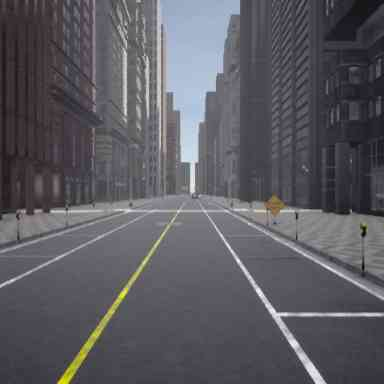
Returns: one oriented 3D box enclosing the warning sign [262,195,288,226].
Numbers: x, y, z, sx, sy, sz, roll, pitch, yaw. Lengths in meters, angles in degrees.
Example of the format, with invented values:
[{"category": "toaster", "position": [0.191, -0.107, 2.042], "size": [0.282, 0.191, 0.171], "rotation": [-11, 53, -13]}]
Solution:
[{"category": "warning sign", "position": [5.069, 1.102, 20.361], "size": [1.300, 1.860, 1.060], "rotation": [0, 0, 0]}]
